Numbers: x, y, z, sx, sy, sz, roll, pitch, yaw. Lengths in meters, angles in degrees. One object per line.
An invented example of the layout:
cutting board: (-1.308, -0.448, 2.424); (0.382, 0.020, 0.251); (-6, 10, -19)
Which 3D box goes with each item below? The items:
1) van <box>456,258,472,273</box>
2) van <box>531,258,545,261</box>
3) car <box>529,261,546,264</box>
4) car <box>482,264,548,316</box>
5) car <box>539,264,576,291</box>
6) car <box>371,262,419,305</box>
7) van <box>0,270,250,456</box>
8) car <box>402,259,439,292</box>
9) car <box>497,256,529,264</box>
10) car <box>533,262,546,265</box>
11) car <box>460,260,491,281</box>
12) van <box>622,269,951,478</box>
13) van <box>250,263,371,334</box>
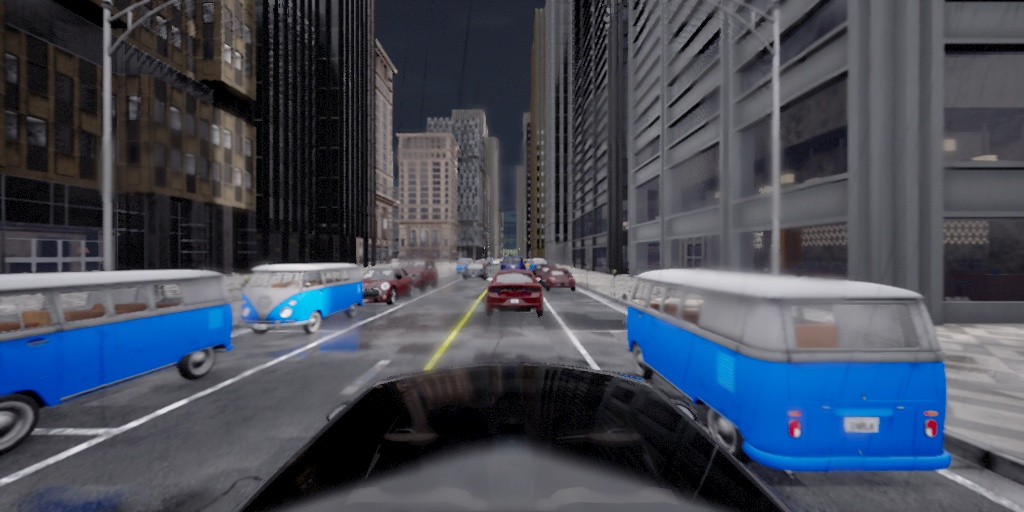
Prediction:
van: (-5.766, 1.170, 44.158); (1.690, 1.789, 3.998); (0, 0, 0)
van: (2.760, 1.160, 38.521); (1.690, 1.789, 3.998); (0, 0, 0)
car: (2.760, 1.375, 32.880); (1.948, 1.339, 4.313); (0, 0, 0)
car: (0.092, 1.250, 13.571); (1.882, 1.535, 5.008); (0, 0, 0)
car: (2.761, 1.370, 21.599); (1.802, 1.307, 4.207); (0, 0, 0)
car: (-5.764, 1.217, 15.952); (1.967, 1.591, 4.097); (0, 0, 0)
van: (-5.763, 1.096, 4.671); (1.690, 1.789, 3.998); (0, 0, 0)
car: (-5.764, 1.102, 21.594); (2.192, 1.841, 5.009); (0, 0, 0)
car: (0.096, 1.028, 31.778); (2.150, 2.045, 5.566); (0, 0, 0)
car: (2.761, 1.381, 27.239); (1.802, 1.307, 4.207); (0, 0, 0)
car: (-3.101, 1.331, 31.110); (1.812, 1.442, 4.674); (0, 0, 0)
van: (2.763, 1.097, 4.676); (1.690, 1.789, 3.998); (0, 0, 0)
van: (-5.763, 1.107, 10.312); (1.690, 1.789, 3.998); (0, 0, 0)
